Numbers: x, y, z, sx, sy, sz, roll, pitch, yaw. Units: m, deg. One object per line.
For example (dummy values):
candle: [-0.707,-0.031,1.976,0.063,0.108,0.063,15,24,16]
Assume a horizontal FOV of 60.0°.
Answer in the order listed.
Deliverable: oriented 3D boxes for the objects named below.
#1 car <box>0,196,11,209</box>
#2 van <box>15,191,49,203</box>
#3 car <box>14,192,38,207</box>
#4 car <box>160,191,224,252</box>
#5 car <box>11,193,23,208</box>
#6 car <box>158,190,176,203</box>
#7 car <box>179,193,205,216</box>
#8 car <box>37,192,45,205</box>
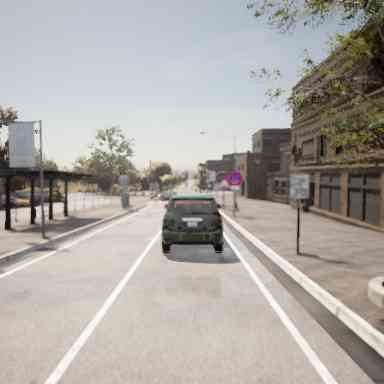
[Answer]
car: [-22.209,1.167,34.748,4.892,1.521,2.231,0,1,0]
van: [-22.147,0.844,45.846,4.442,1.987,1.878,0,0,0]
car: [-22.054,1.114,40.298,5.366,1.575,1.946,0,0,0]
car: [0.024,1.100,13.369,2.150,2.045,5.566,0,1,0]
car: [-22.256,1.171,37.523,4.792,1.488,2.163,0,1,0]
car: [-3.481,0.653,47.308,2.128,1.511,4.902,0,-5,0]
car: [-0.019,1.036,29.204,2.097,1.767,4.553,0,1,0]
car: [-22.281,1.123,43.074,4.792,1.488,2.163,0,0,0]
